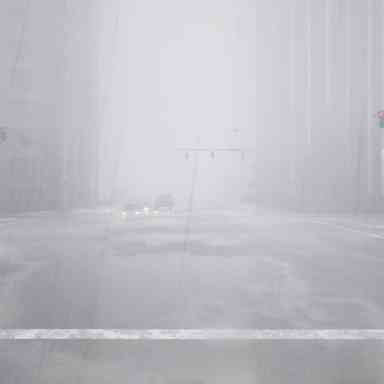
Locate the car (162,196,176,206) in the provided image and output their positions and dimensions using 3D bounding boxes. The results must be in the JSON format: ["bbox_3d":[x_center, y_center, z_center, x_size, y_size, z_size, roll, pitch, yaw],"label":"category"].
[{"bbox_3d":[-3.649,1.478,54.300,1.882,1.535,5.008,0,0,0],"label":"car"}]

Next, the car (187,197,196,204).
[{"bbox_3d":[-0.083,1.601,65.498,1.895,1.301,4.718,0,0,0],"label":"car"}]

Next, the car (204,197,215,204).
[{"bbox_3d":[3.417,1.601,64.963,1.895,1.301,4.718,0,0,0],"label":"car"}]

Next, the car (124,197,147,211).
[{"bbox_3d":[-7.151,1.478,41.209,1.882,1.535,5.008,0,0,0],"label":"car"}]

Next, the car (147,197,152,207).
[{"bbox_3d":[-7.152,1.491,50.696,2.128,1.511,4.902,0,0,0],"label":"car"}]

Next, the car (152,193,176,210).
[{"bbox_3d":[-3.655,1.221,44.304,2.150,2.045,5.566,0,0,0],"label":"car"}]
